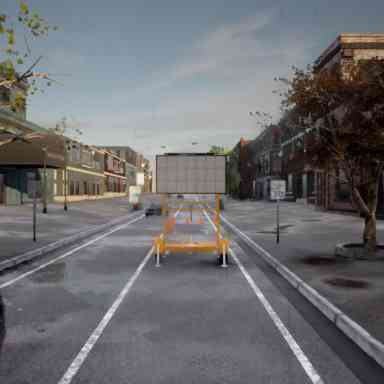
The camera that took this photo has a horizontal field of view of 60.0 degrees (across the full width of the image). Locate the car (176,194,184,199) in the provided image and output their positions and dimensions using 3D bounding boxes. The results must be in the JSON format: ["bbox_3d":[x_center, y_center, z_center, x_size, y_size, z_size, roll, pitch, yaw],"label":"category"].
[{"bbox_3d":[-3.236,1.209,90.299,1.895,1.301,4.718,0,1,0],"label":"car"}]

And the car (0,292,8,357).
[{"bbox_3d":[-3.103,1.492,1.966,2.128,1.511,4.902,0,0,0],"label":"car"}]

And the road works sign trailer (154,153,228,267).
[{"bbox_3d":[-0.028,0.466,11.411,2.380,3.560,2.880,0,0,0],"label":"road works sign trailer"}]

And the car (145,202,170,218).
[{"bbox_3d":[-3.077,1.605,30.078,1.895,1.301,4.718,0,0,0],"label":"car"}]
